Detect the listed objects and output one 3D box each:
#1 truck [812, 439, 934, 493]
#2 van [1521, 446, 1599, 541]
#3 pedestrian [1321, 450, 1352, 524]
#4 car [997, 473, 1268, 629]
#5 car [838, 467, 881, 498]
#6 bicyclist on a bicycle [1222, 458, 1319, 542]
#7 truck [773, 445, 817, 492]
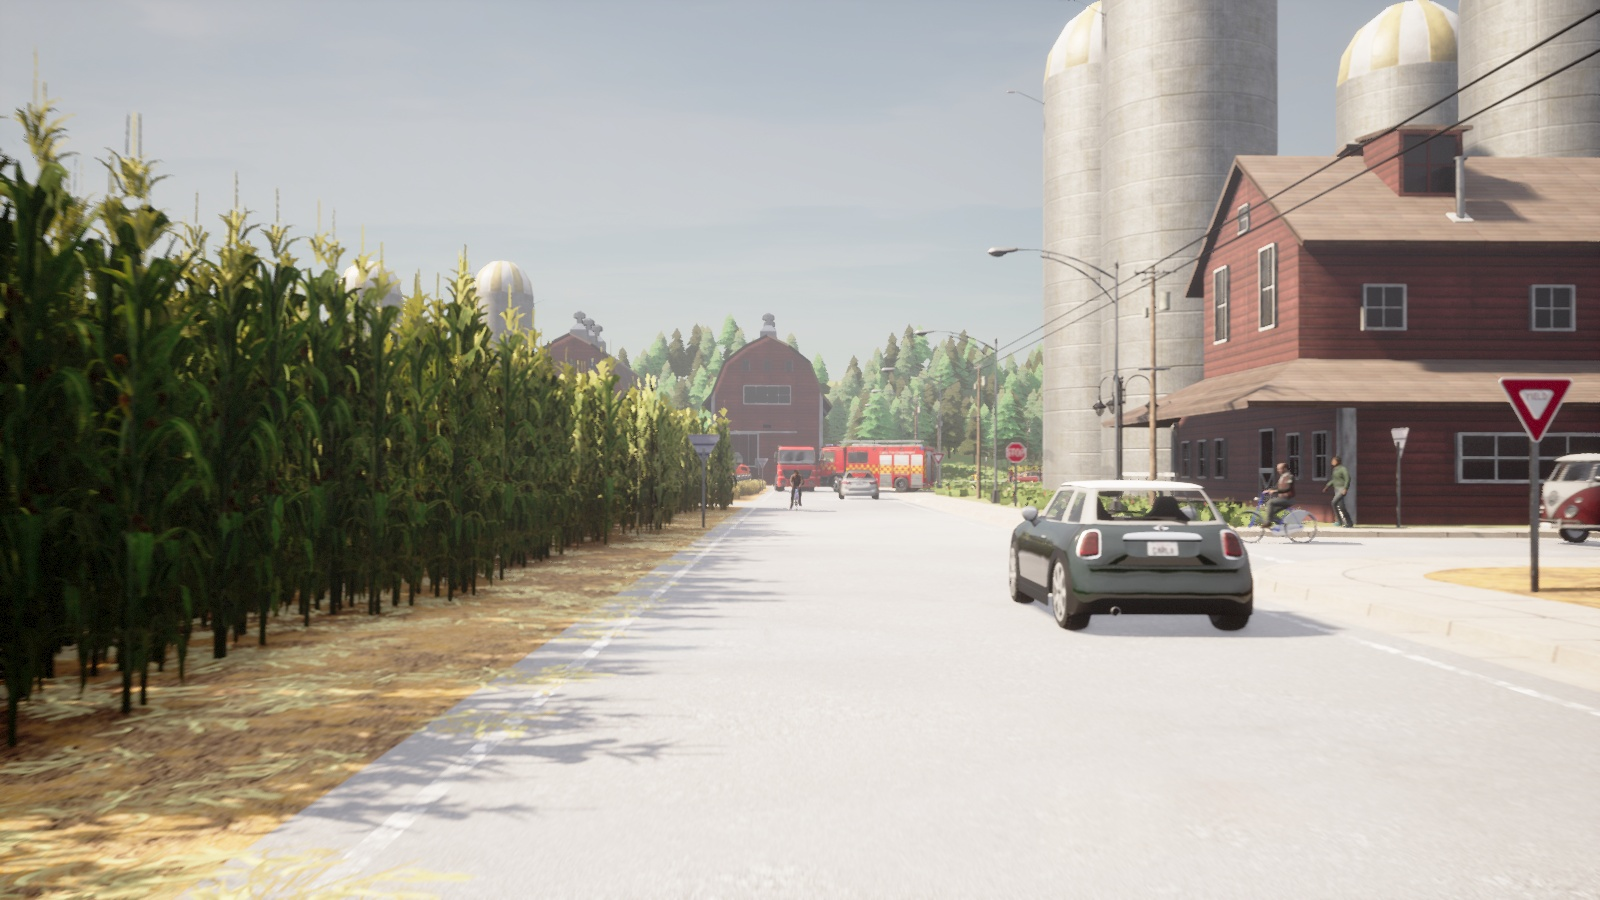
[{"bbox_3d":[5.378,1.180,92.745,8.468,3.827,2.891,-1,-1,23],"label":"truck"},{"bbox_3d":[18.418,0.923,27.294,4.442,1.987,1.775,0,-1,-1],"label":"van"},{"bbox_3d":[13.513,0.925,31.622,0.614,1.847,0.353,0,-1,-1],"label":"pedestrian"},{"bbox_3d":[3.471,0.998,13.875,1.970,1.475,3.806,0,-1,0],"label":"car"},{"bbox_3d":[3.303,1.831,70.800,2.242,1.667,4.611,0,-1,1],"label":"car"},{"bbox_3d":[10.162,1.072,27.134,1.843,1.776,0.659,0,-1,-2],"label":"bicyclist on a bicycle"},{"bbox_3d":[-0.415,1.441,95.974,2.891,3.462,7.936,0,-1,-4],"label":"truck"}]
